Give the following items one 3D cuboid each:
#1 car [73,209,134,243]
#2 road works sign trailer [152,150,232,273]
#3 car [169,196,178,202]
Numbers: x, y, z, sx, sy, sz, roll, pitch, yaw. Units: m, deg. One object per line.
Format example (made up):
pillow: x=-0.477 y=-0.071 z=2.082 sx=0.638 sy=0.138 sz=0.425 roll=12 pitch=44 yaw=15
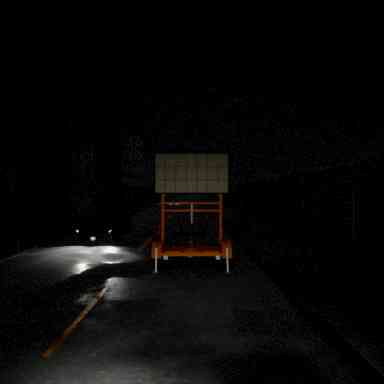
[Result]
car: x=-4.111 y=1.547 z=16.467 sx=2.033 sy=1.411 sz=5.357 roll=0 pitch=0 yaw=0
road works sign trailer: x=-0.007 y=0.464 z=10.646 sx=2.380 sy=3.560 sz=2.880 roll=0 pitch=0 yaw=0
car: x=-4.047 y=1.601 z=73.820 sx=1.895 sy=1.301 sz=4.718 roll=0 pitch=0 yaw=0
